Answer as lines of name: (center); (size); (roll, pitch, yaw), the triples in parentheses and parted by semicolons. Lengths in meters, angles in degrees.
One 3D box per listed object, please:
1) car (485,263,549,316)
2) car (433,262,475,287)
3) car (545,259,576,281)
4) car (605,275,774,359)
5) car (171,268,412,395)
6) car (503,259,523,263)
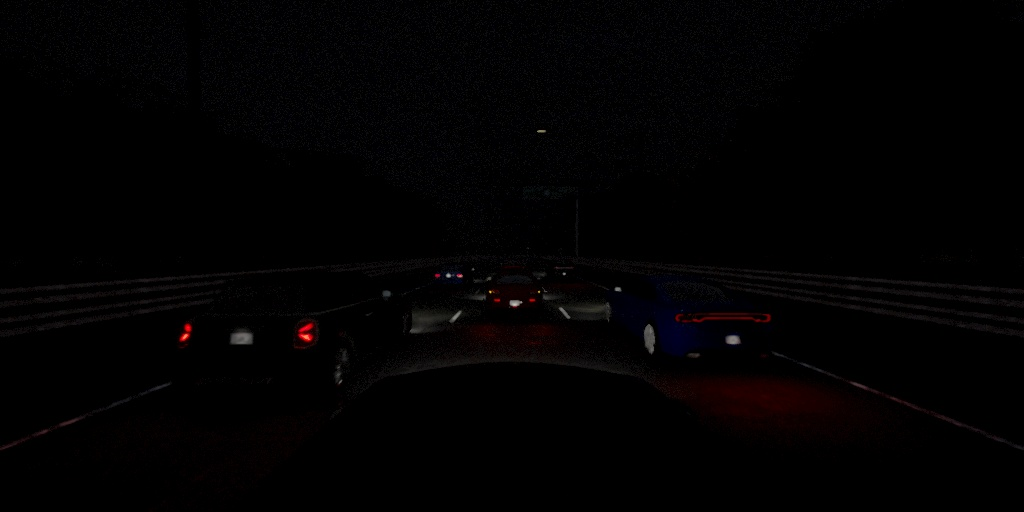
car: (0.074, 1.163, 12.657); (1.812, 1.442, 4.674); (0, 1, 0)
car: (-3.446, 1.092, 22.005); (2.033, 1.411, 5.357); (0, 1, 0)
car: (3.571, 0.990, 26.824); (2.128, 1.511, 4.902); (0, 1, 0)
car: (3.567, 1.160, 8.253); (1.882, 1.535, 5.008); (0, 1, 0)
car: (-3.440, 1.049, 6.706); (2.097, 1.767, 4.553); (0, 1, 0)
car: (0.073, 0.961, 28.382); (1.882, 1.535, 5.008); (0, 1, 0)
